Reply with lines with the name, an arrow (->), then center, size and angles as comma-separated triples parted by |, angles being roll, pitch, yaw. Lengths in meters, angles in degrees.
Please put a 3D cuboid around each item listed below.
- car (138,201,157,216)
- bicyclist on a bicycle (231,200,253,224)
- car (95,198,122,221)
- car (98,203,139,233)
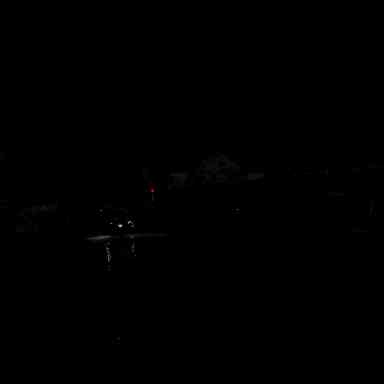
car -> -5.130, 1.775, 36.636 | 1.882, 1.535, 5.008 | -1, 0, -17
bicyclist on a bicycle -> 3.463, 1.385, 23.017 | 1.656, 1.620, 0.582 | -2, 0, -17
car -> -7.886, 1.558, 31.361 | 2.150, 2.045, 5.566 | -1, 0, -17
car -> -4.843, 1.725, 21.473 | 1.837, 1.490, 4.892 | -1, 0, -17
